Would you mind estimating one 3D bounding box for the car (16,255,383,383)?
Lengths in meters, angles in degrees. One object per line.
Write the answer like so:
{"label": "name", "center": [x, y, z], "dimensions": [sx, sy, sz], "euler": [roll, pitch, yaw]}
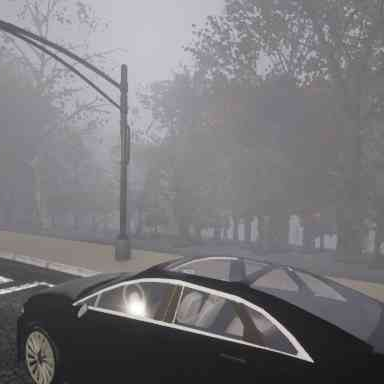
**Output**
{"label": "car", "center": [0.002, 1.491, 3.699], "dimensions": [4.902, 1.511, 2.128], "euler": [0, 0, 34]}
